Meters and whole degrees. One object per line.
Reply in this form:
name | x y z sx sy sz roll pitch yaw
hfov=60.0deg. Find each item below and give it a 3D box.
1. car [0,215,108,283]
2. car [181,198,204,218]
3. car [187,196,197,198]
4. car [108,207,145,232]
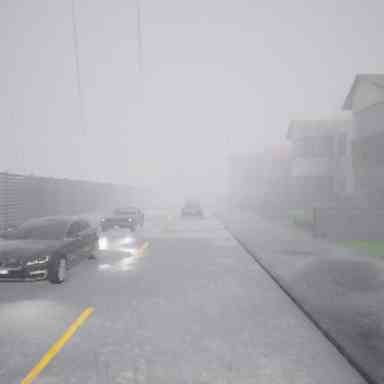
car | -4.086 1.503 9.680 1.837 1.490 4.892 0 0 0
car | 0.018 1.554 29.776 1.994 1.385 4.181 0 0 1
car | 0.057 1.337 44.640 2.097 1.767 4.553 0 0 0
car | -4.077 1.594 20.205 1.895 1.301 4.718 0 0 0
